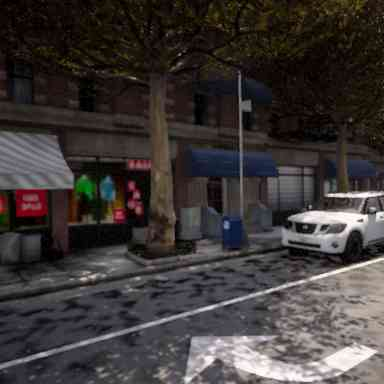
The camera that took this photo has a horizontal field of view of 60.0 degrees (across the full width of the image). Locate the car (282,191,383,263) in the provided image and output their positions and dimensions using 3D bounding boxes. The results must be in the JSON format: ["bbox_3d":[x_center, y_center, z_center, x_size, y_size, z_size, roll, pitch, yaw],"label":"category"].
[{"bbox_3d":[5.571,1.019,11.592,5.566,2.045,2.435,-1,1,-36],"label":"car"}]

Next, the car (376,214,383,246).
[{"bbox_3d":[7.201,1.319,9.112,4.674,1.442,1.812,-1,1,-35],"label":"car"}]
